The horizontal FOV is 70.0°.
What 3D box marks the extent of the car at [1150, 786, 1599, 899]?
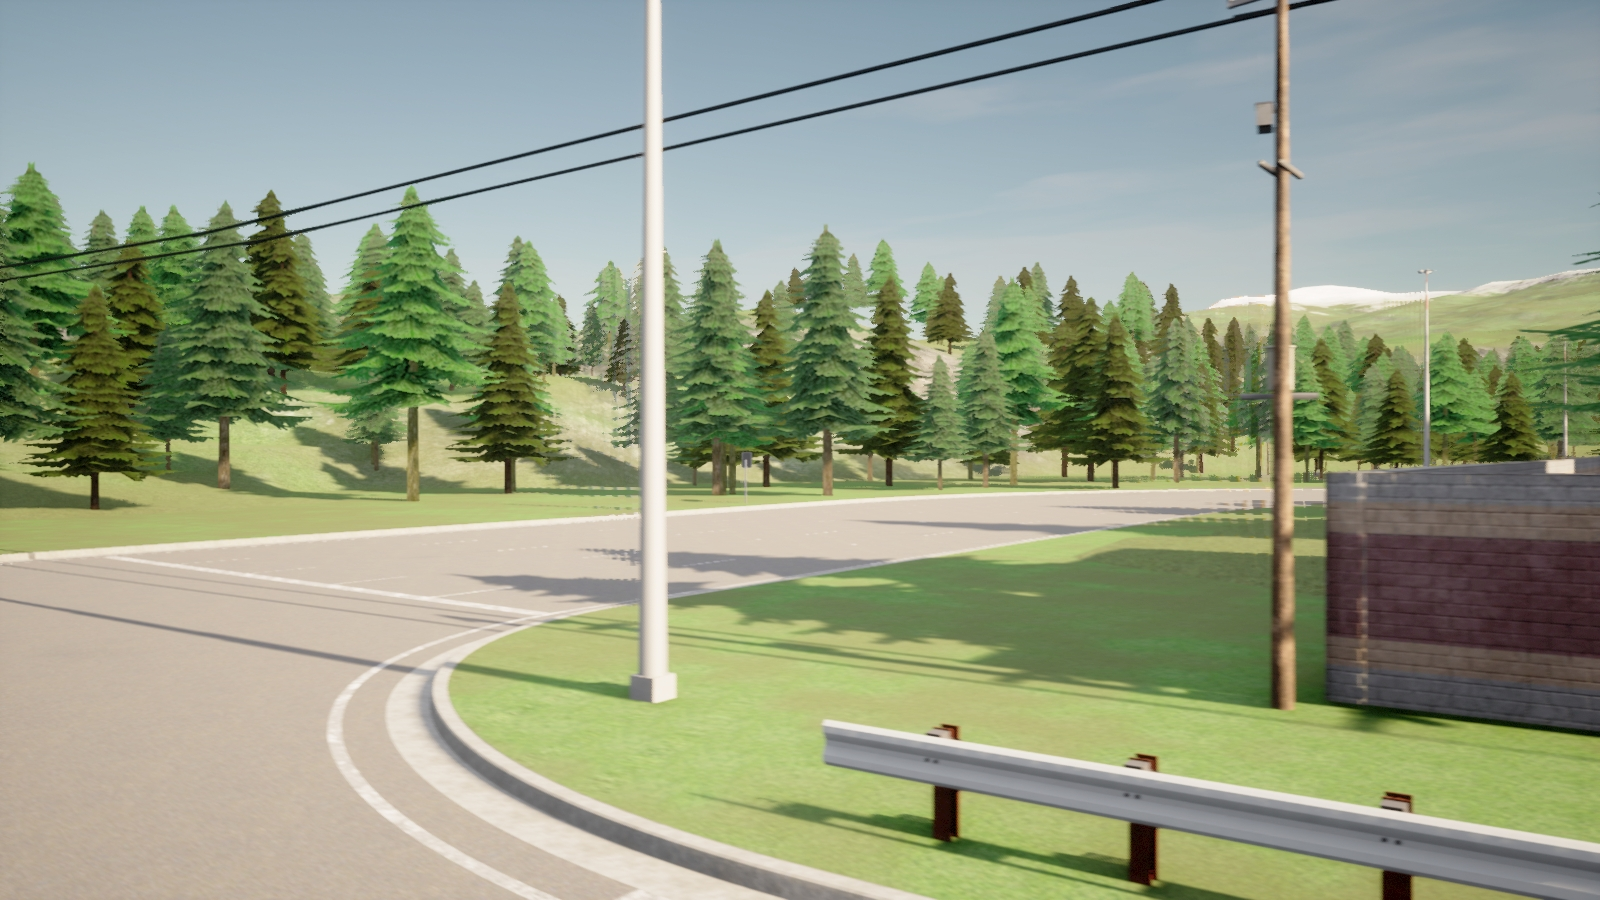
[{"bbox_3d":[3.145,1.982,1.582,5.238,1.638,2.097,0,0,35],"label":"car"}]
